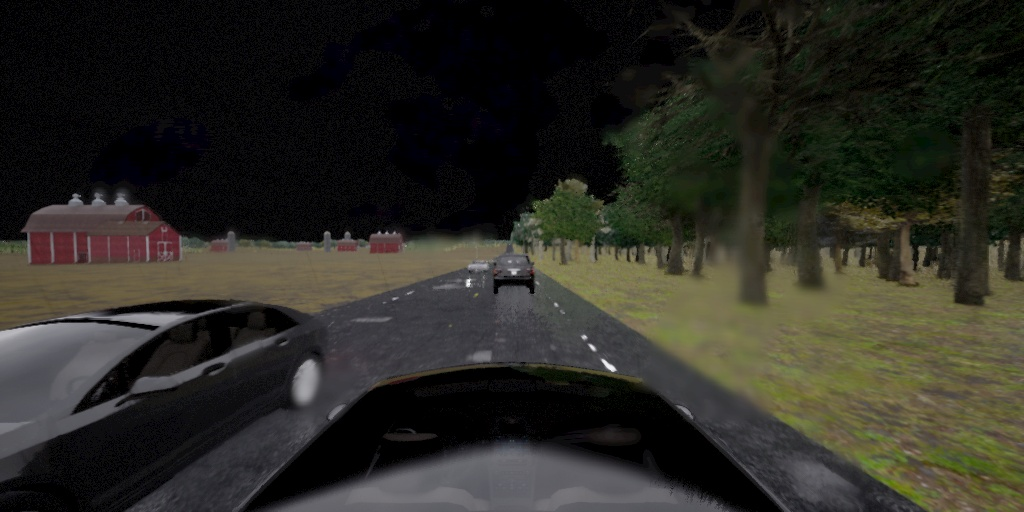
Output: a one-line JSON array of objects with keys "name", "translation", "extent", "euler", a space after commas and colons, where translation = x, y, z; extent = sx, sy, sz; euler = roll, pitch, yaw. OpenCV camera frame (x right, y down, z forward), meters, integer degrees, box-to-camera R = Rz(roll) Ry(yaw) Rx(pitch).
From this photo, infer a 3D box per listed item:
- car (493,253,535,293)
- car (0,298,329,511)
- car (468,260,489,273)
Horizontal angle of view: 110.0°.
[{"name": "car", "translation": [0.096, 0.874, 19.989], "extent": [2.150, 2.045, 5.566], "euler": [0, 1, 0]}, {"name": "car", "translation": [-3.589, 1.249, 3.327], "extent": [1.837, 1.490, 4.892], "euler": [0, 0, 0]}, {"name": "car", "translation": [-3.542, 1.102, 38.243], "extent": [1.895, 1.301, 4.718], "euler": [0, 0, 1]}]
